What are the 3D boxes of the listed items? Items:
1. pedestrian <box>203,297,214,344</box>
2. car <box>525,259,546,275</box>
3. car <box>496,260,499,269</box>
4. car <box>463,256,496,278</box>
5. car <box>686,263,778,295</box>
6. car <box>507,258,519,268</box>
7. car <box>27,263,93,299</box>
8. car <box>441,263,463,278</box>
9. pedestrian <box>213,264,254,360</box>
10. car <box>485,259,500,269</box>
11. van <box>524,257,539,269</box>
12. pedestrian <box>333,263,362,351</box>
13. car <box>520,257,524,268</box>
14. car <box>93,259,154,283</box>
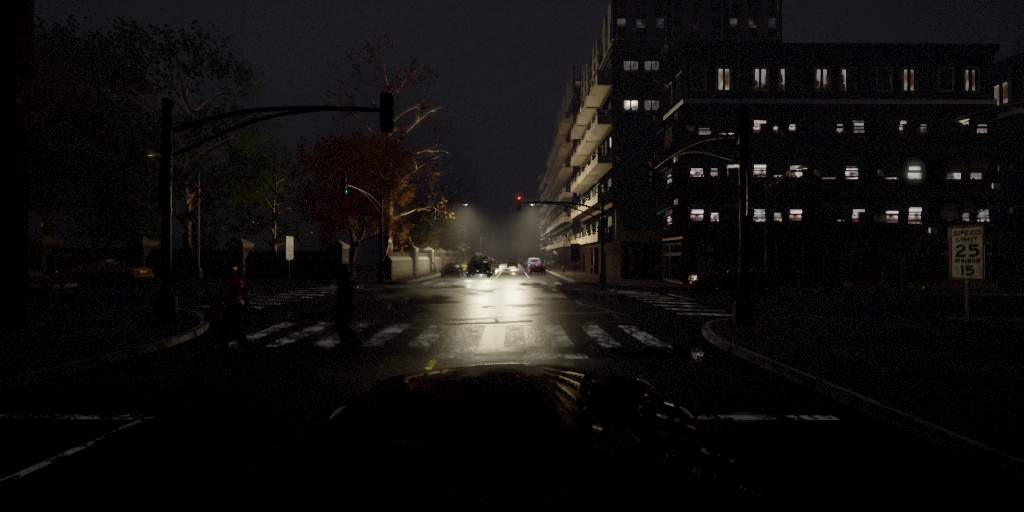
[{"bbox_3d":[-6.644,1.425,8.094,0.500,1.100,0.500,0,0,0],"label":"pedestrian"},{"bbox_3d":[2.759,1.314,40.036,1.888,1.381,4.507,0,0,0],"label":"car"},{"bbox_3d":[-3.021,1.322,44.975,2.033,1.411,5.357,0,0,0],"label":"car"},{"bbox_3d":[-3.027,0.986,34.707,2.150,2.045,5.566,0,0,1],"label":"car"},{"bbox_3d":[13.485,1.353,22.046,5.009,1.841,2.192,0,0,0],"label":"car"},{"bbox_3d":[0.109,1.304,62.711,1.837,1.490,4.892,0,0,0],"label":"car"},{"bbox_3d":[-18.942,1.007,13.414,4.207,1.307,1.802,0,0,0],"label":"car"},{"bbox_3d":[-5.632,1.330,34.421,1.948,1.339,4.313,0,0,0],"label":"car"},{"bbox_3d":[-5.343,1.044,6.892,0.375,1.860,0.375,0,0,0],"label":"pedestrian"},{"bbox_3d":[-2.985,1.282,56.899,2.128,1.511,4.902,0,0,0],"label":"car"},{"bbox_3d":[2.769,1.116,45.667,1.690,1.789,3.998,0,0,0],"label":"van"},{"bbox_3d":[-3.467,1.040,7.489,0.375,1.860,0.375,0,0,0],"label":"pedestrian"},{"bbox_3d":[2.789,1.230,56.927,1.967,1.591,4.097,0,0,0],"label":"car"},{"bbox_3d":[-24.708,0.883,21.750,4.829,1.417,1.751,0,0,0],"label":"car"}]
